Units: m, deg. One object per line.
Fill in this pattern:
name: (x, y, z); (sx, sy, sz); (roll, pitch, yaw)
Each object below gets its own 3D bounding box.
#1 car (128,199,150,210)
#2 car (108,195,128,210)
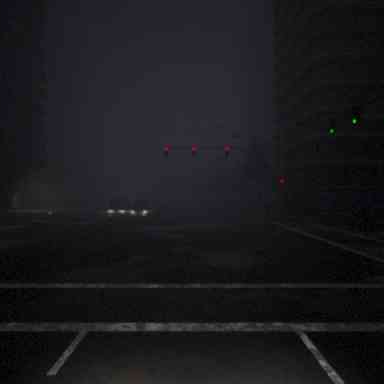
car: (-7.064, 1.682, 45.999); (1.882, 1.535, 5.008); (0, -1, 1)
car: (-10.542, 1.438, 48.248); (2.150, 2.045, 5.566); (0, -1, 0)
